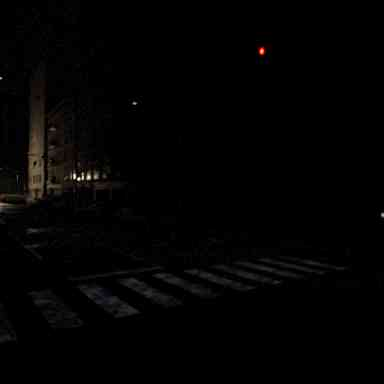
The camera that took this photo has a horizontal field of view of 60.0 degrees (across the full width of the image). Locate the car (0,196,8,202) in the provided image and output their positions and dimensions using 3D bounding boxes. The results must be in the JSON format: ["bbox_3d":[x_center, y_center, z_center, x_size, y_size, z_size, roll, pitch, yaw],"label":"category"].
[{"bbox_3d":[-45.754,1.594,80.020,1.947,1.339,4.313,1,-1,-35],"label":"car"}]

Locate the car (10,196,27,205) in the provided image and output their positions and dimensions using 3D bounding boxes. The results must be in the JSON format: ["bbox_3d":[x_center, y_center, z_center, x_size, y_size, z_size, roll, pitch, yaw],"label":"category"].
[{"bbox_3d":[-29.744,1.625,57.548,1.802,1.307,4.206,1,-1,-35],"label":"car"}]

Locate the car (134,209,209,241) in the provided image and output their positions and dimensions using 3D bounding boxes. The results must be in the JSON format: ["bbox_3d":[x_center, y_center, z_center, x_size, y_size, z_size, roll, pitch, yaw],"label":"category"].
[{"bbox_3d":[-0.928,1.653,17.098,2.008,1.369,4.403,1,-1,-35],"label":"car"}]

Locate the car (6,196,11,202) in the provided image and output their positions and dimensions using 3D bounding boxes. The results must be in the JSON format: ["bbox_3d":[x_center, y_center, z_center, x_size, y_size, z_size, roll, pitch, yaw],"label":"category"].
[{"bbox_3d":[-32.946,1.620,62.042,1.802,1.307,4.206,1,-1,-35],"label":"car"}]

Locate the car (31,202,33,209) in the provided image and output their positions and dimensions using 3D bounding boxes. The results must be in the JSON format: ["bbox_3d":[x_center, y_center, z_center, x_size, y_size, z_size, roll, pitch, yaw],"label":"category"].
[{"bbox_3d":[-20.239,1.587,44.199,1.752,1.417,4.829,1,-1,-35],"label":"car"}]

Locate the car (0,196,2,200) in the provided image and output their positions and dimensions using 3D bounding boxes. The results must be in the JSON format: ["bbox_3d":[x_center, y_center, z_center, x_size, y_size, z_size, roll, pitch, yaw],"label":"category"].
[{"bbox_3d":[-39.350,1.577,71.031,1.887,1.381,4.507,1,-1,-35],"label":"car"}]

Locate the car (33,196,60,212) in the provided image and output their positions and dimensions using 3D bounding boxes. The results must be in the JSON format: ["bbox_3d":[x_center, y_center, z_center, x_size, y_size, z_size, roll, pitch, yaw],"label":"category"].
[{"bbox_3d":[-16.934,1.384,39.573,2.192,1.841,5.009,1,-1,-35],"label":"car"}]

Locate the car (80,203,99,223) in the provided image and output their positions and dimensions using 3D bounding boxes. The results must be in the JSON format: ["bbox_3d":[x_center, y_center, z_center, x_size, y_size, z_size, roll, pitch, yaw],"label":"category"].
[{"bbox_3d":[-7.329,1.529,26.087,1.967,1.590,4.097,1,-1,-35],"label":"car"}]

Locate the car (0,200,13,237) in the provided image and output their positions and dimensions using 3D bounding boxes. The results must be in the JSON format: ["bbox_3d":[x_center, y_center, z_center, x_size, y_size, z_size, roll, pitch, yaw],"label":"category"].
[{"bbox_3d":[-10.658,1.404,16.930,1.967,1.590,4.097,1,-1,-35],"label":"car"}]

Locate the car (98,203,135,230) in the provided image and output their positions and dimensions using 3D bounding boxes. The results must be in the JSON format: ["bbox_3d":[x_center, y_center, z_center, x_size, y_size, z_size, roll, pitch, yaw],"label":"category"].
[{"bbox_3d":[-4.228,1.620,21.731,1.752,1.417,4.829,1,-1,-35],"label":"car"}]

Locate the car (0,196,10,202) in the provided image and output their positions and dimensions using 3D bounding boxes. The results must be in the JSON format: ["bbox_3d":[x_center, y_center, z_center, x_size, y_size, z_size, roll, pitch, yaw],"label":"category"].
[{"bbox_3d":[-42.552,1.612,75.525,1.802,1.307,4.206,1,-1,-35],"label":"car"}]

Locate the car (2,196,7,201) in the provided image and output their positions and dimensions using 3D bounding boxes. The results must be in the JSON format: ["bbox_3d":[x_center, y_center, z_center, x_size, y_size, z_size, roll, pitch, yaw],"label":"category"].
[{"bbox_3d":[-36.246,1.560,66.675,1.752,1.417,4.829,1,-1,-35],"label":"car"}]

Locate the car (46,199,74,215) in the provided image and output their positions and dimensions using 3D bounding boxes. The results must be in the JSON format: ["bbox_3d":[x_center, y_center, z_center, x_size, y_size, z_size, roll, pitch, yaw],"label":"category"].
[{"bbox_3d":[-13.735,1.658,35.076,1.802,1.307,4.206,1,-1,-35],"label":"car"}]
